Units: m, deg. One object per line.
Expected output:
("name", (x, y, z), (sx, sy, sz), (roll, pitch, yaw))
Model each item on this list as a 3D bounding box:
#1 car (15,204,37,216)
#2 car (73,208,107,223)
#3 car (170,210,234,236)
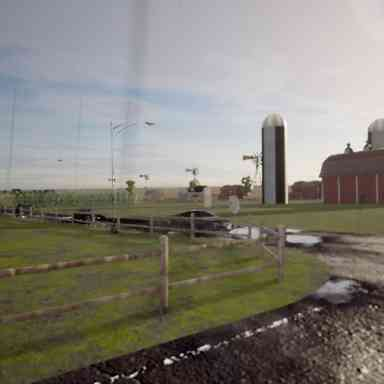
("car", (-23.892, 2.462, 47.799), (2.097, 1.767, 4.553), (-1, 0, -41))
("car", (-10.012, 2.240, 32.298), (1.994, 1.385, 4.181), (-1, 0, -43))
("car", (0.541, 1.892, 21.401), (1.812, 1.442, 4.674), (-1, 0, -45))
